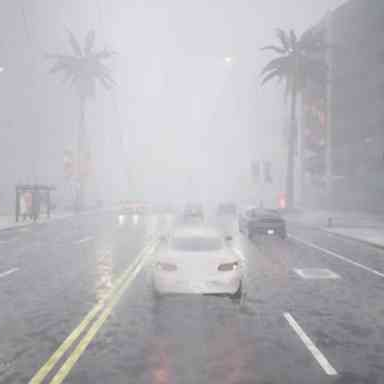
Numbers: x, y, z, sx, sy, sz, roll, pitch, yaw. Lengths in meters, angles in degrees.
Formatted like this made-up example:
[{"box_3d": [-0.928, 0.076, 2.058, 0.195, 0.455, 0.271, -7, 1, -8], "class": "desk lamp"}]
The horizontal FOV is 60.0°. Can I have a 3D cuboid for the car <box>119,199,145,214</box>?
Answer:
[{"box_3d": [-6.726, 1.533, 37.473, 2.097, 1.767, 4.553, 0, 0, 4], "class": "car"}]

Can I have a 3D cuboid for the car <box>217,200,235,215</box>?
[{"box_3d": [3.757, 1.658, 36.545, 1.882, 1.535, 5.008, 0, 0, 3], "class": "car"}]

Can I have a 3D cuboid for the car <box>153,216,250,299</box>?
[{"box_3d": [0.097, 1.567, 8.415, 1.812, 1.442, 4.674, 0, 0, 0], "class": "car"}]

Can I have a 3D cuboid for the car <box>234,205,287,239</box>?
[{"box_3d": [3.624, 1.594, 17.722, 1.837, 1.490, 4.892, 0, 0, 0], "class": "car"}]

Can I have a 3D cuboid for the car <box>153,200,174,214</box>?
[{"box_3d": [-3.243, 1.712, 38.380, 1.812, 1.442, 4.674, 0, 0, 4], "class": "car"}]

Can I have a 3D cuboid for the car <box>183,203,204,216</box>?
[{"box_3d": [0.141, 1.695, 30.139, 2.033, 1.411, 5.357, 0, 0, 0], "class": "car"}]

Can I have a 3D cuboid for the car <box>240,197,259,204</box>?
[{"box_3d": [12.834, 1.848, 73.928, 4.892, 1.490, 1.837, 0, 0, -35], "class": "car"}]
